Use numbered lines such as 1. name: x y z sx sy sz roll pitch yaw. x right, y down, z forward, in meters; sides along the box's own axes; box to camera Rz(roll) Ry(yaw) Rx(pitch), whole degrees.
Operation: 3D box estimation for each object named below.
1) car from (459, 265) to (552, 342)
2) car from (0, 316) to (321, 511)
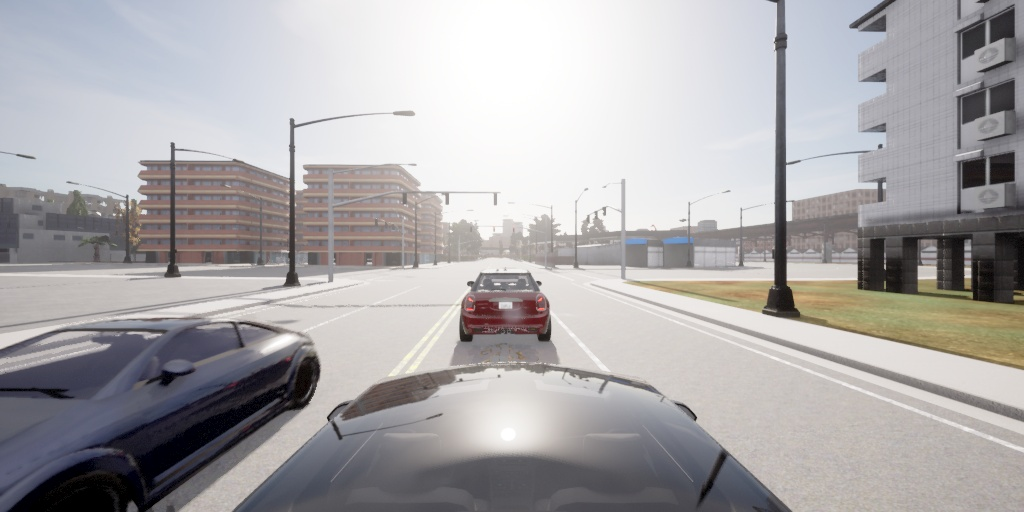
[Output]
1. car: -0.203 1.102 9.981 2.097 1.767 4.553 0 0 -2
2. car: -3.624 1.314 3.323 1.994 1.385 4.181 0 0 -2
